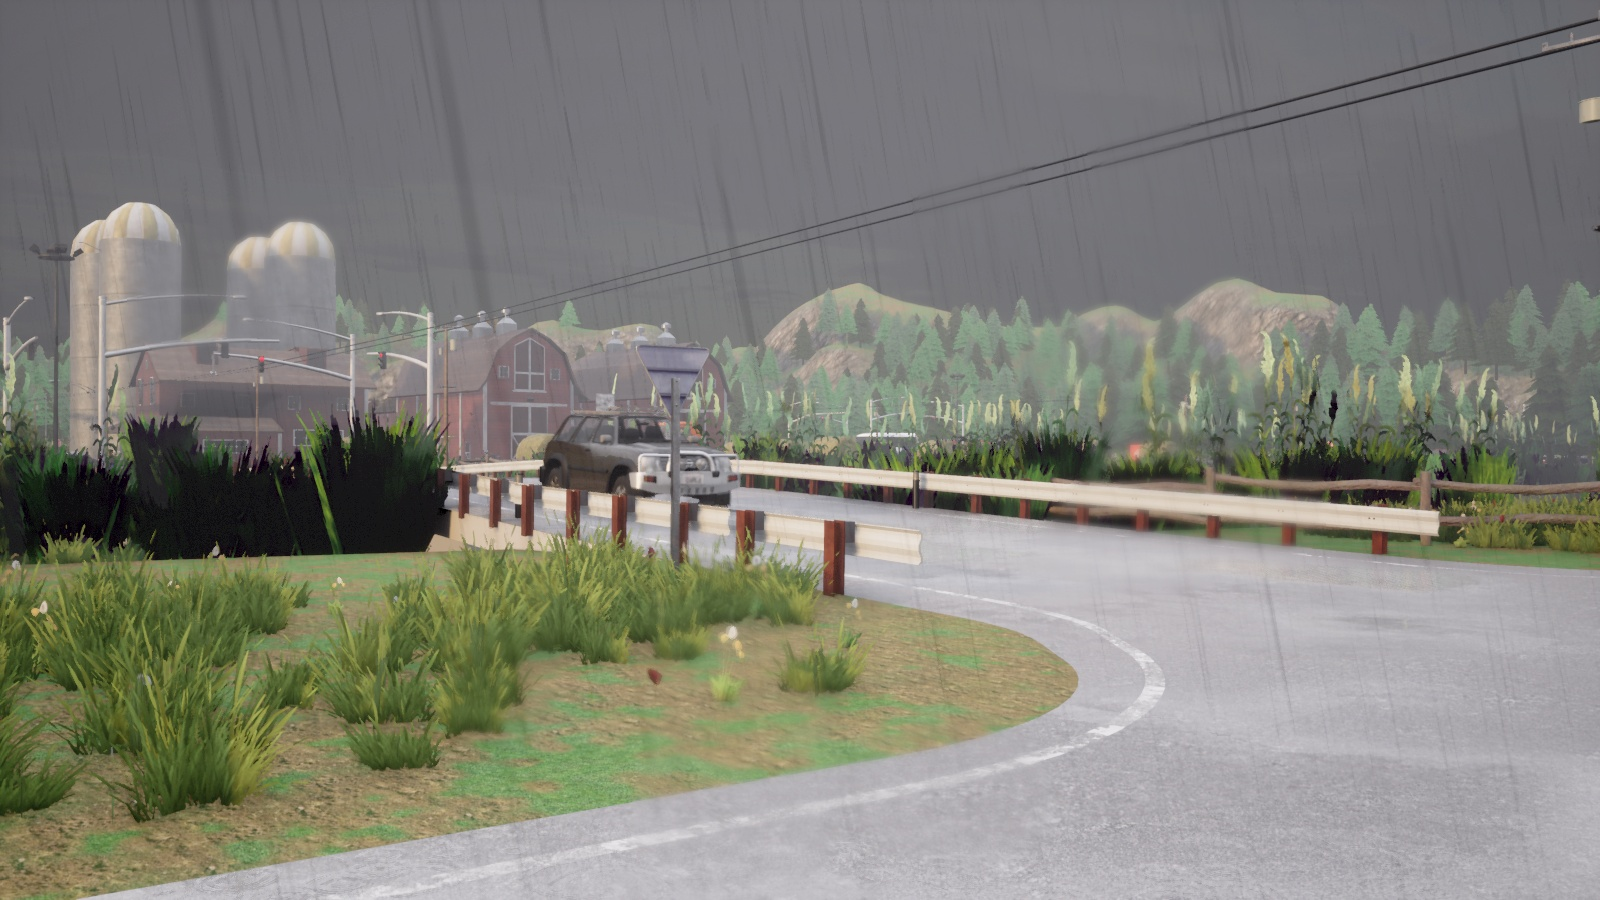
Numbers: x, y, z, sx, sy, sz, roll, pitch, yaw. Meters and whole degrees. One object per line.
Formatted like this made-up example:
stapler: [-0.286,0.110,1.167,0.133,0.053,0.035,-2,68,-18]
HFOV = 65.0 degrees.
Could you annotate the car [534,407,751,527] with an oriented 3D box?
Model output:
car: [-2.891,0.203,22.071,1.932,1.855,4.605,0,2,-33]

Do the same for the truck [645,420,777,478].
truck: [-5.488,-0.069,78.229,7.936,3.462,2.891,0,0,-38]
